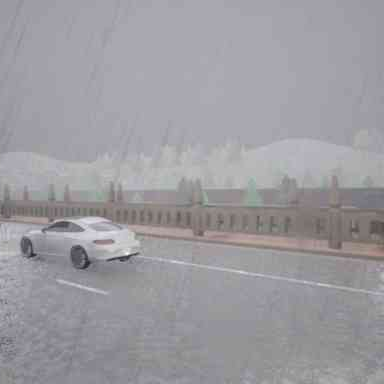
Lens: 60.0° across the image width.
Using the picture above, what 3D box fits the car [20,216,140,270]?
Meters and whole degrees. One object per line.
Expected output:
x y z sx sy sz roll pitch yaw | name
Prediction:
-3.768 1.528 10.992 4.674 1.442 1.812 0 0 36 | car
